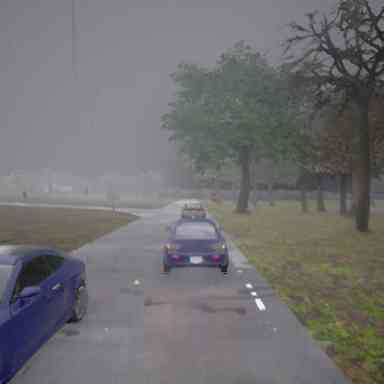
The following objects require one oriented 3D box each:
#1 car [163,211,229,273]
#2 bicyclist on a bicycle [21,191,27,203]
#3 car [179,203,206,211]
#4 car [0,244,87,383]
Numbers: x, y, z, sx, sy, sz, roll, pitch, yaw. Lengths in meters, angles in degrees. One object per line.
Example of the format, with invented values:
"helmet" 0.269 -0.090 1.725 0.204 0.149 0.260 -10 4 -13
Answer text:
"car" 0.104 1.565 10.737 1.812 1.442 4.674 0 0 0
"bicyclist on a bicycle" -22.641 0.635 44.864 0.582 1.620 1.656 2 0 0
"car" 0.084 1.588 25.578 2.128 1.511 4.902 0 0 -1
"car" -2.836 1.543 4.544 1.812 1.442 4.674 0 0 0
